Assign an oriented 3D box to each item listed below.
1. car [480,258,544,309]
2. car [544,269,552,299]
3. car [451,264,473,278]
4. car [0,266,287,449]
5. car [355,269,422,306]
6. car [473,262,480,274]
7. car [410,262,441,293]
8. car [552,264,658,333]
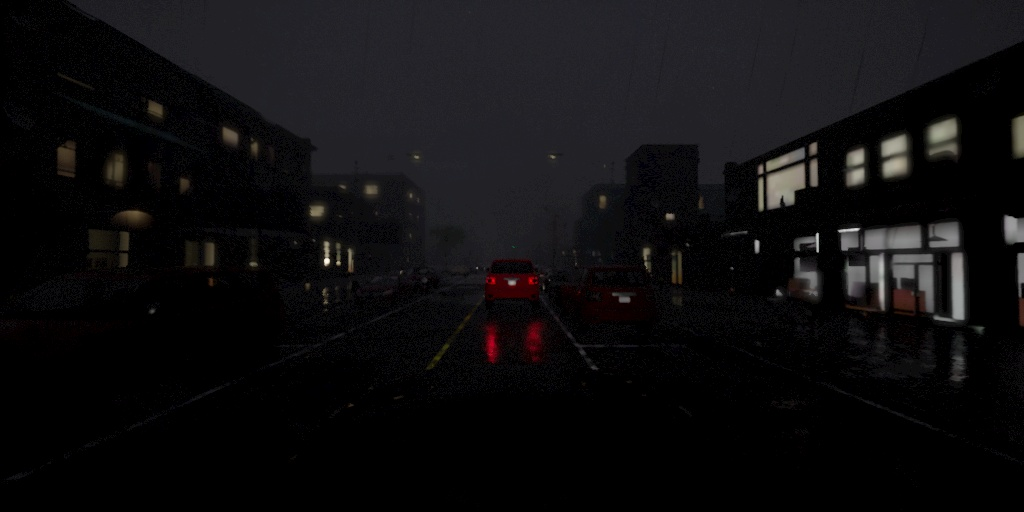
[{"bbox_3d":[0.003,1.103,15.868,2.150,2.045,5.566,0,0,0],"label":"car"},{"bbox_3d":[2.694,1.458,16.514,1.948,1.339,4.313,0,0,0],"label":"car"},{"bbox_3d":[-5.751,1.649,40.123,1.751,1.417,4.829,0,0,0],"label":"car"},{"bbox_3d":[-5.689,1.100,5.452,2.192,1.841,5.009,0,0,0],"label":"car"},{"bbox_3d":[-5.687,1.474,16.517,1.802,1.307,4.207,0,0,0],"label":"car"},{"bbox_3d":[-5.803,1.784,51.358,2.007,1.370,4.403,0,0,0],"label":"car"},{"bbox_3d":[-5.685,1.385,22.050,1.967,1.591,4.097,0,0,0],"label":"car"},{"bbox_3d":[2.693,1.154,10.981,2.192,1.841,5.009,0,0,0],"label":"car"}]
